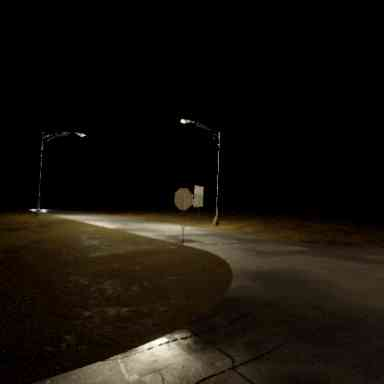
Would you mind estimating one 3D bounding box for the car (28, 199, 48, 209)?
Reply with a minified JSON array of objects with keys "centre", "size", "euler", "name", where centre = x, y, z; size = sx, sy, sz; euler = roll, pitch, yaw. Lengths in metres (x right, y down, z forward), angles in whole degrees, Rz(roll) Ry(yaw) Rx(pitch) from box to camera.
[{"centre":[-22.054,1.707,47.525],"size":[1.994,1.385,4.181],"euler":[4,-2,-36],"name":"car"}]
